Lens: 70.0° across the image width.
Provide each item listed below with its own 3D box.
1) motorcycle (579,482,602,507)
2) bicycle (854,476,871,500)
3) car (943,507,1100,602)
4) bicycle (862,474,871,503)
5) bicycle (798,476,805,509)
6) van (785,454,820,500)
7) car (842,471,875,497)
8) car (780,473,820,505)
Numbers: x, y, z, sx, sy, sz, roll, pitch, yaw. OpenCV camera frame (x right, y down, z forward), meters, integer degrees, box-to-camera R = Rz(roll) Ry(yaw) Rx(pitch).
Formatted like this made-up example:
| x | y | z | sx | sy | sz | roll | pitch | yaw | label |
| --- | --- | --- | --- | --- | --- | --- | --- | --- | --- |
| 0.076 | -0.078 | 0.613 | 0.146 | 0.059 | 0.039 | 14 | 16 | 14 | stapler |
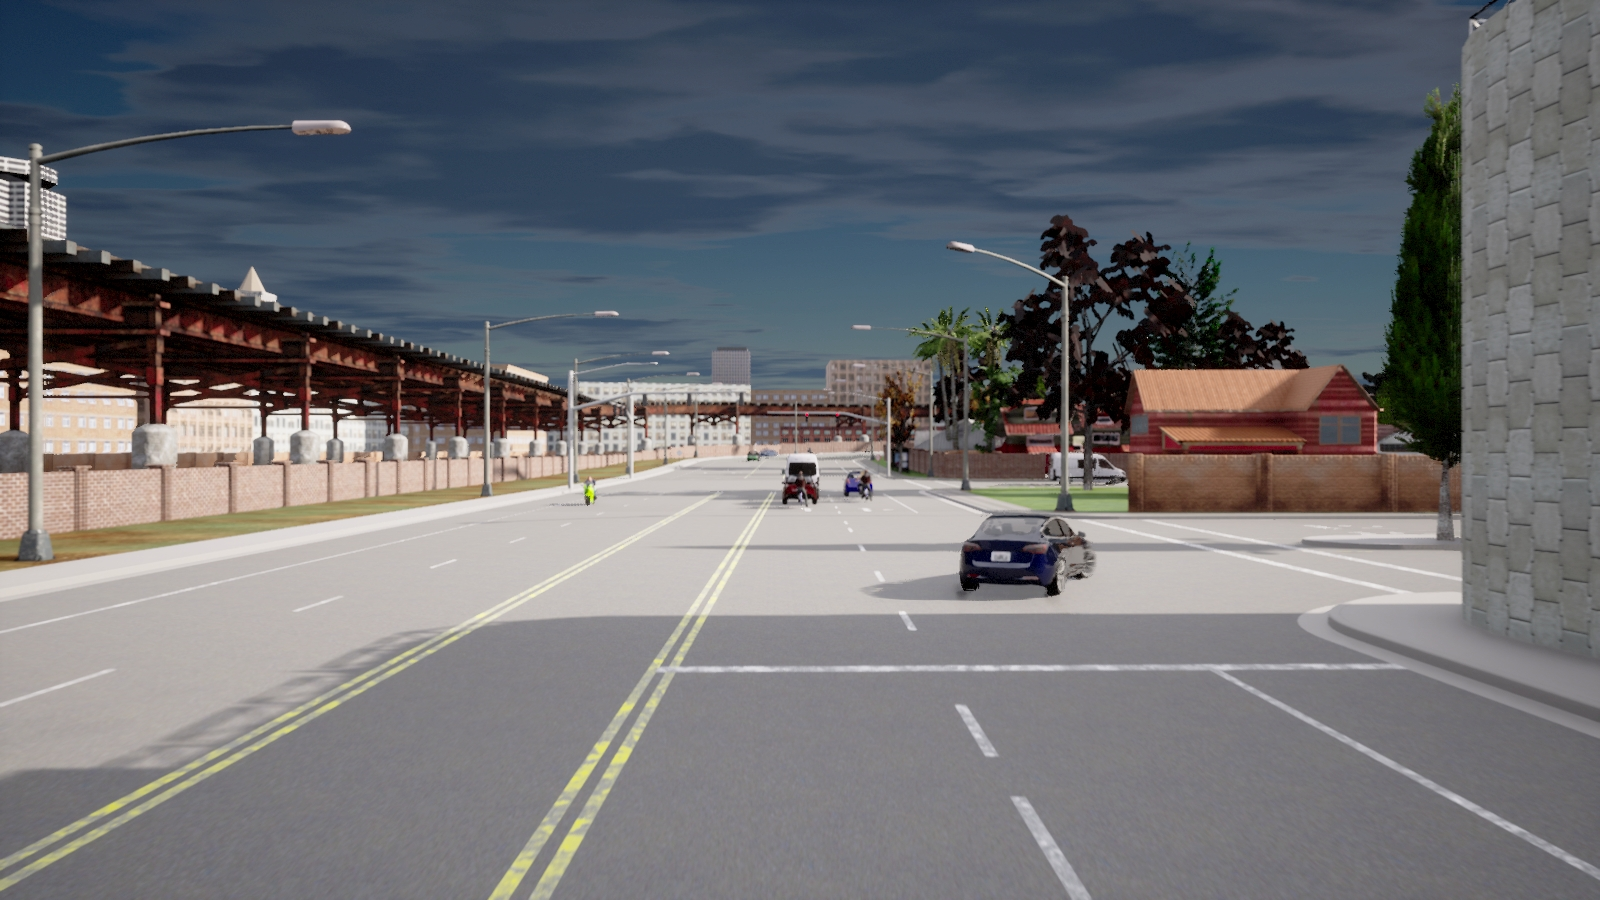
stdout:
| x | y | z | sx | sy | sz | roll | pitch | yaw | label |
| --- | --- | --- | --- | --- | --- | --- | --- | --- | --- |
| -10.469 | 2.206 | 57.157 | 0.803 | 1.145 | 2.033 | 0 | 0 | 0 | motorcycle |
| 3.530 | 2.133 | 64.545 | 0.859 | 1.301 | 1.487 | 0 | 0 | -1 | bicycle |
| 4.712 | 2.057 | 23.703 | 2.163 | 1.488 | 4.792 | 0 | 0 | 24 | car |
| 3.539 | 2.036 | 60.917 | 0.329 | 1.496 | 1.835 | 0 | 0 | 0 | bicycle |
| 0.077 | 2.035 | 54.634 | 0.329 | 1.496 | 1.835 | -1 | 0 | 0 | bicycle |
| 0.100 | 1.522 | 66.820 | 1.988 | 2.561 | 5.915 | 0 | 0 | -1 | van |
| 3.500 | 2.025 | 69.141 | 1.845 | 1.501 | 3.633 | 0 | 0 | 0 | car |
| -0.009 | 2.029 | 59.840 | 2.007 | 1.525 | 4.514 | 0 | 0 | 0 | car |
